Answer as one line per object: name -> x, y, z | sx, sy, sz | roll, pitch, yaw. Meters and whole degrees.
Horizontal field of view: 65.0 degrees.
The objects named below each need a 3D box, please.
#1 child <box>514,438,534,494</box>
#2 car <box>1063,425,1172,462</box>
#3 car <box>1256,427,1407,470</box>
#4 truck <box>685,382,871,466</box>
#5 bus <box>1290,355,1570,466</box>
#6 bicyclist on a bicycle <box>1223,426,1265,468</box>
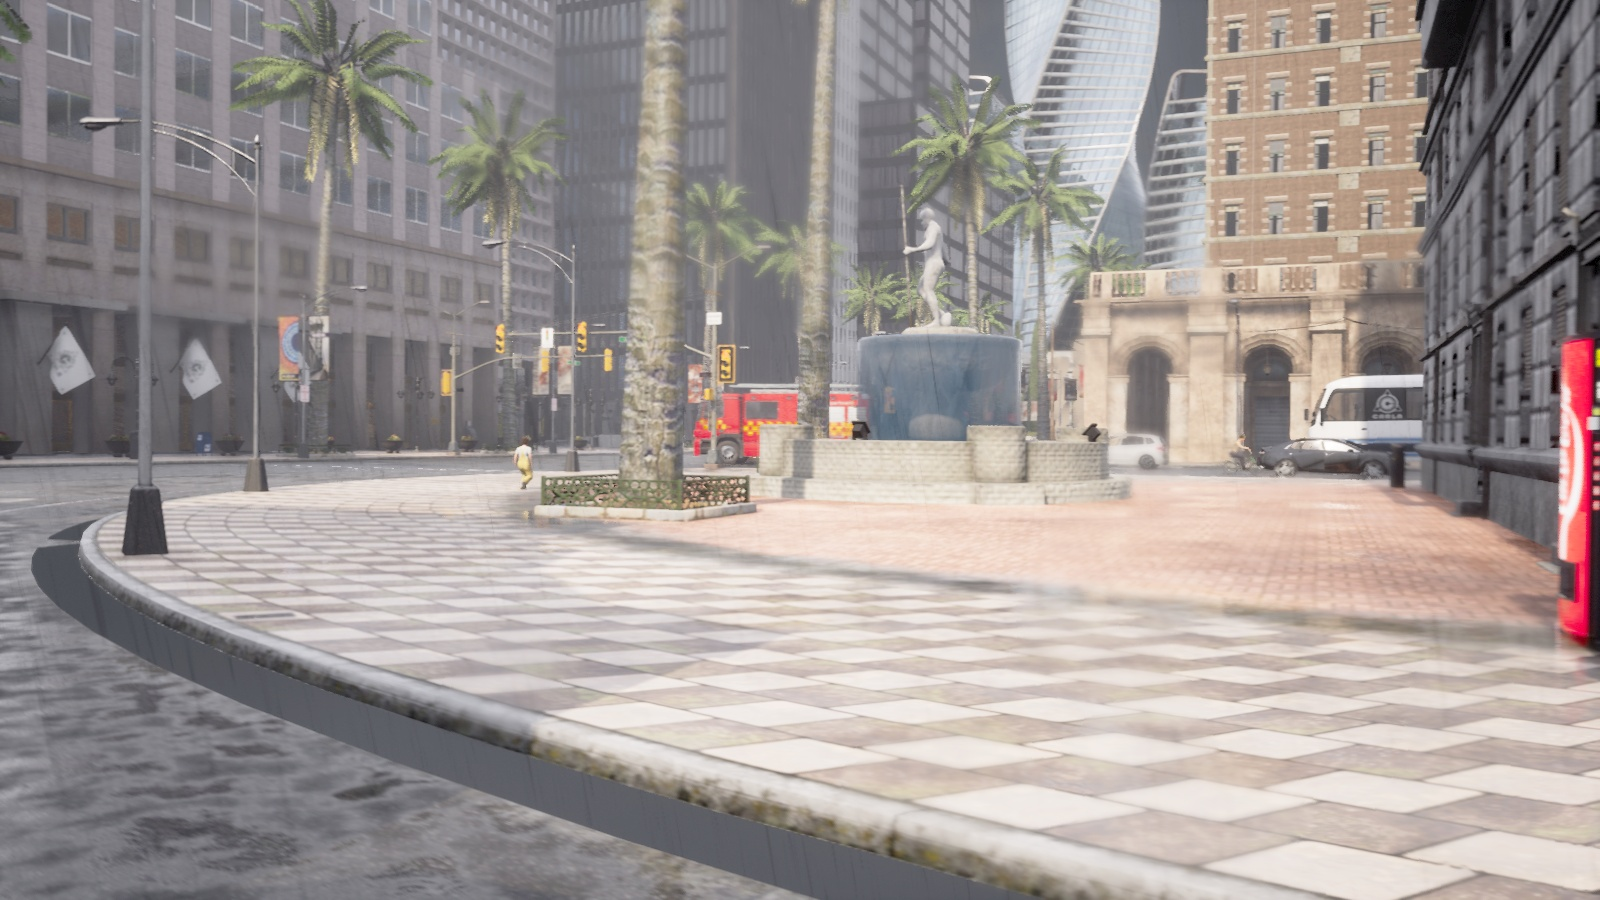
child -> -6.271, 0.355, 28.509 | 0.270, 1.263, 0.437 | 0, 1, 15
car -> 14.791, -0.303, 58.502 | 4.611, 1.667, 2.242 | 0, 1, 23
car -> 19.100, -0.058, 45.300 | 4.902, 1.511, 2.128 | 0, 1, 23
truck -> -1.005, -1.196, 59.987 | 8.468, 3.827, 2.891 | 0, 1, 9
bus -> 26.500, -1.560, 53.550 | 10.273, 4.253, 3.944 | -1, 0, 23
bicyclist on a bicycle -> 17.599, -0.122, 49.733 | 1.509, 1.612, 0.866 | 0, 1, 23
